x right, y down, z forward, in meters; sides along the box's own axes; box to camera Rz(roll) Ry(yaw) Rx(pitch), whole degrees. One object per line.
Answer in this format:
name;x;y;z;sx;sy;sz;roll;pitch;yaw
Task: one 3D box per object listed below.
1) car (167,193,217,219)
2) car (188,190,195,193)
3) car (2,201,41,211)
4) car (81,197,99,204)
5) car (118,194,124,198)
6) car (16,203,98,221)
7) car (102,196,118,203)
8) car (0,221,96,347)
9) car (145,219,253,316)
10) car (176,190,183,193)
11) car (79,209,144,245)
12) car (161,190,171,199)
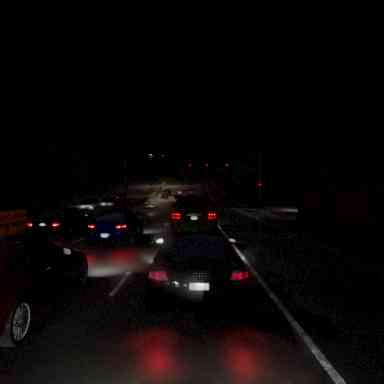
car;0.093;1.221;17.016;2.150;2.045;5.566;0;0;0
car;-0.145;0.997;87.522;1.882;1.535;5.008;0;3;0
car;-17.615;1.600;34.596;1.895;1.301;4.718;0;0;0
car;-17.603;1.599;57.593;1.895;1.301;4.718;0;0;0
car;-17.626;1.182;84.292;1.837;1.490;4.892;0;2;0
car;-6.898;1.547;17.751;2.033;1.411;5.357;0;0;-1
car;-17.544;1.591;70.205;1.895;1.301;4.718;0;0;0
car;-3.408;1.526;6.170;1.812;1.442;4.674;0;0;0
car;0.103;1.564;7.612;1.994;1.385;4.181;0;0;-1
car;-3.642;1.068;87.113;1.812;1.442;4.674;0;3;0
car;-3.407;1.525;15.299;1.812;1.442;4.674;0;0;0
car;-7.142;1.068;87.093;1.812;1.442;4.674;0;3;0
